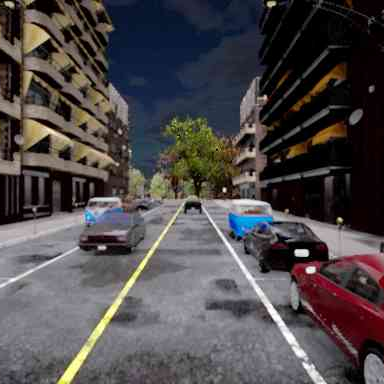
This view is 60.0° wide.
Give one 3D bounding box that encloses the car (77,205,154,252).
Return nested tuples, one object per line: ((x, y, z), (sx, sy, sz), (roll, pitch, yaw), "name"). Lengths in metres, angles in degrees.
((-3.051, 1.504, 13.980), (2.033, 1.411, 5.357), (0, 0, 0), "car")

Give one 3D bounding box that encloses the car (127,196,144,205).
((-5.675, 1.233, 27.322), (2.192, 1.841, 5.009), (1, 0, 0), "car")

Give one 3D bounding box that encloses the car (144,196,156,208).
((-5.679, 1.453, 38.647), (1.947, 1.339, 4.313), (1, 0, 0), "car")

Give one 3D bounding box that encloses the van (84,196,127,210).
((-5.676, 1.275, 21.661), (1.690, 1.788, 3.998), (1, 0, 0), "van")

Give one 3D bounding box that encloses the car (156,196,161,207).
((-5.679, 1.423, 44.308), (2.008, 1.369, 4.403), (1, 0, 0), "car")

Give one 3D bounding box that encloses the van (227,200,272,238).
((2.691, 1.292, 15.960), (1.690, 1.788, 3.998), (1, 0, 0), "van")

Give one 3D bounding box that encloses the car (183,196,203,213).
((0.101, 1.399, 35.526), (1.837, 1.490, 4.892), (0, 0, 0), "car")

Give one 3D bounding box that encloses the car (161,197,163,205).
((-5.772, 1.395, 55.627), (2.008, 1.369, 4.403), (1, 0, 0), "car")

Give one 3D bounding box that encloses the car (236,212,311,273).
((2.709, 1.534, 10.300), (1.947, 1.339, 4.313), (1, 0, 0), "car")

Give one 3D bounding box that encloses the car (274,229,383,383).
((2.705, 1.530, 4.637), (1.887, 1.381, 4.507), (1, 0, 0), "car")

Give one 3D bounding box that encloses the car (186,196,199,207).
((0.100, 1.338, 48.957), (1.882, 1.535, 5.008), (0, 0, 0), "car")
